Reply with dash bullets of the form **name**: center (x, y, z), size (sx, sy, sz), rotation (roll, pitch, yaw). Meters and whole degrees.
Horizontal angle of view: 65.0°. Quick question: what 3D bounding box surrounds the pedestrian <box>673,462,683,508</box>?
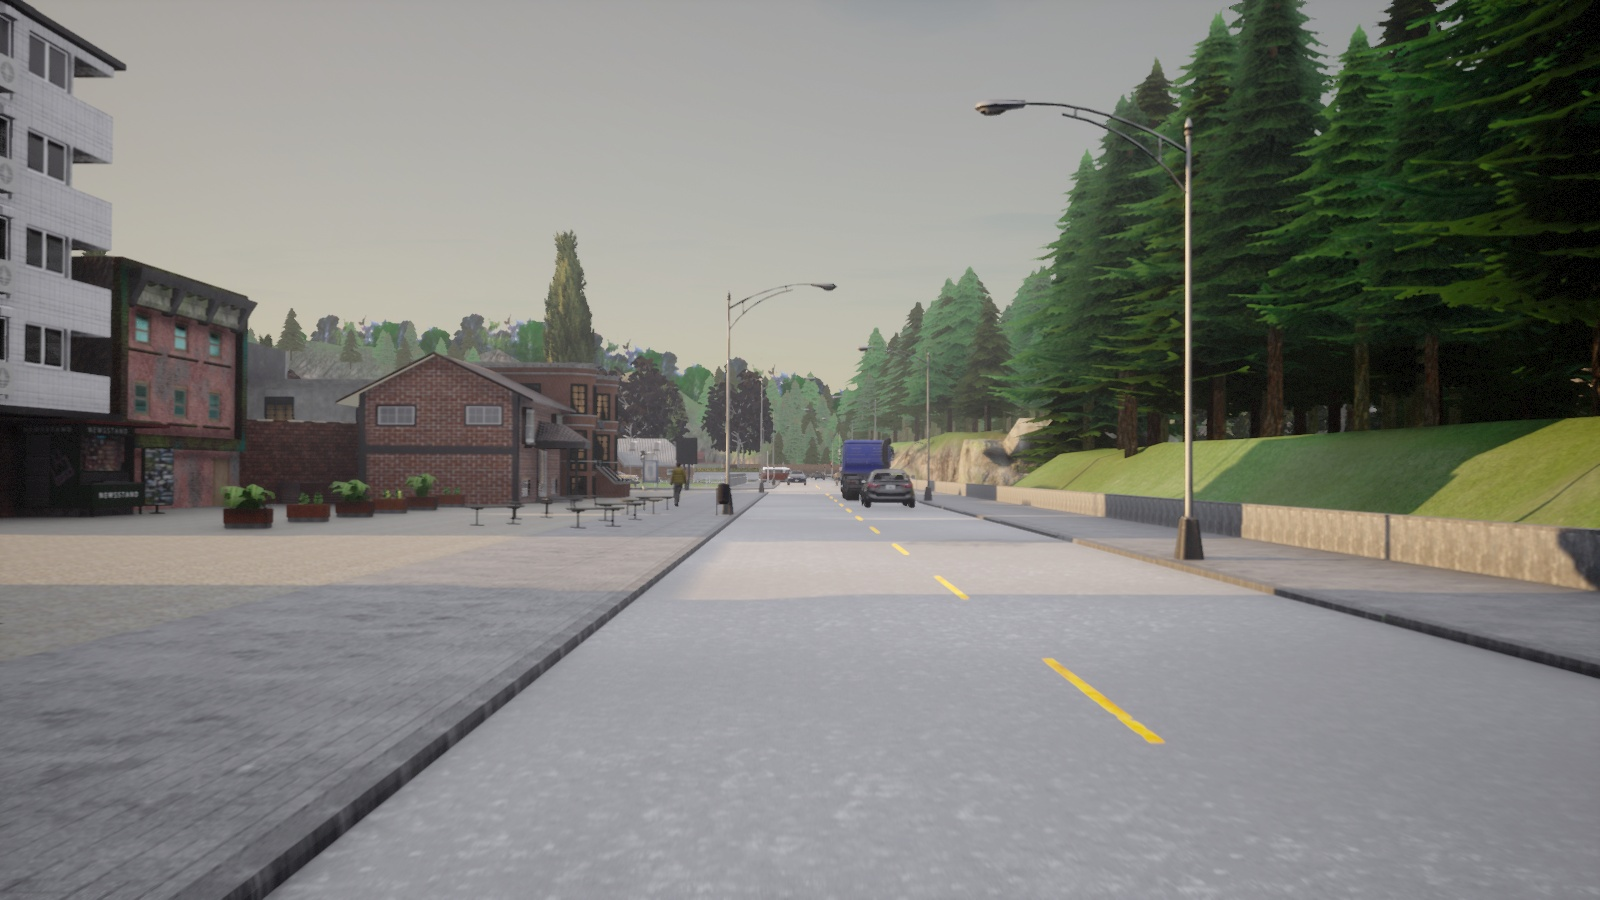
- **pedestrian**: center (-4.901, 1.391, 50.597), size (0.370, 1.835, 0.726), rotation (0, -1, -8)

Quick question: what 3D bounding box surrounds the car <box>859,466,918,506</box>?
- **car**: center (3.871, 1.576, 55.731), size (2.242, 1.667, 4.611), rotation (0, -1, 0)

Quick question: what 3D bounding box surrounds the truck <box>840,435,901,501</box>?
- **truck**: center (3.834, 0.990, 70.040), size (2.891, 3.462, 7.936), rotation (0, -1, 0)
